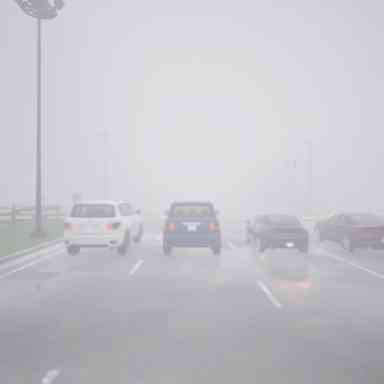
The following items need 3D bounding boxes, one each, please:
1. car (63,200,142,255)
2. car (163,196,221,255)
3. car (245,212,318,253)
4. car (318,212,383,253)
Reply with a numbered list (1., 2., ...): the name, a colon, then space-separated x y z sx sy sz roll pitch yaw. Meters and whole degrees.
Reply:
1. car: -3.500 1.348 14.026 2.150 2.045 5.566 0 0 0
2. car: 0.001 1.349 14.033 2.150 2.045 5.566 0 0 0
3. car: 3.503 1.642 14.309 1.837 1.490 4.892 0 0 0
4. car: 7.005 1.614 14.480 1.882 1.535 5.008 0 0 0
